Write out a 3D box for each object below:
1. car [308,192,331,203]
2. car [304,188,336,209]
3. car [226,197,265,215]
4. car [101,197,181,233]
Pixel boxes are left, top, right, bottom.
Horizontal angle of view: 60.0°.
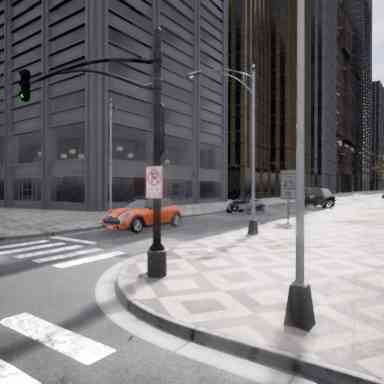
[{"bbox_3d":[17.640,0.740,45.889,1.994,1.385,4.181,0,1,36],"label":"car"},{"bbox_3d":[13.159,0.596,34.311,2.150,2.045,5.566,0,1,36],"label":"car"},{"bbox_3d":[4.516,1.092,27.757,1.994,1.385,4.181,0,1,36],"label":"car"},{"bbox_3d":[-2.617,1.087,17.880,2.097,1.767,4.553,0,1,37],"label":"car"}]
